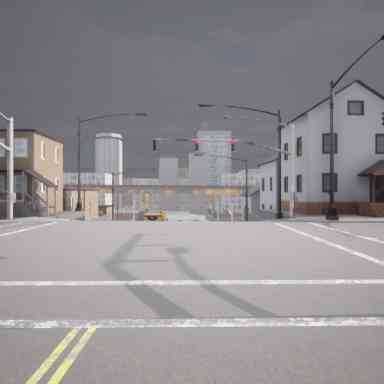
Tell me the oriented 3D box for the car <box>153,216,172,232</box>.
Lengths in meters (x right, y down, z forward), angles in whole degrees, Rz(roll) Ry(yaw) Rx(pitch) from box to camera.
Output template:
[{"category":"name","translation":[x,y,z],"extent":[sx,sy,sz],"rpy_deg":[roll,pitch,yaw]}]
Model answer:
[{"category":"car","translation":[-3.780,4.235,43.725],"extent":[2.128,1.511,4.902],"rpy_deg":[0,-13,-1]}]

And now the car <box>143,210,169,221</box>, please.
[{"category":"car","translation":[-3.673,2.536,33.502],"extent":[1.882,1.535,5.008],"rpy_deg":[0,-9,1]}]
